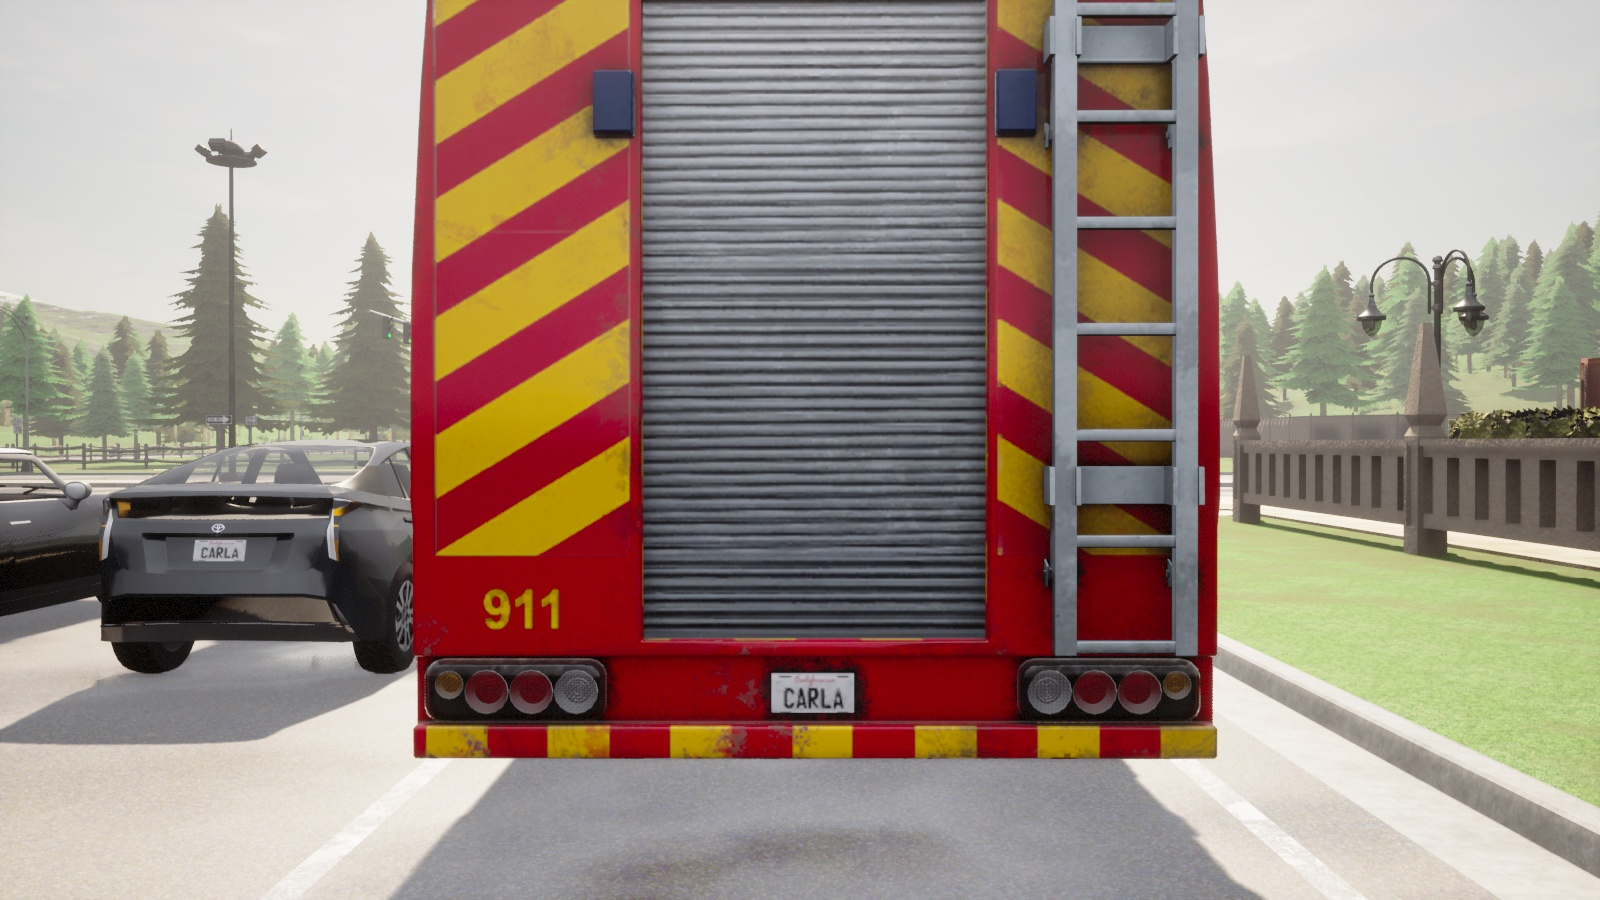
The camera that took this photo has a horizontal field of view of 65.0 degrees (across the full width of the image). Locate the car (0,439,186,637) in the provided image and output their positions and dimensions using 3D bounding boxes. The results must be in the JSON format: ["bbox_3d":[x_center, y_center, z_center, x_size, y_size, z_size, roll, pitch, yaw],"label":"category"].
[{"bbox_3d":[-6.926,0.649,10.229,1.970,1.475,3.806,0,0,0],"label":"car"}]

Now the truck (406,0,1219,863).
[{"bbox_3d":[0.066,-0.467,8.703,2.891,3.827,8.468,0,0,0],"label":"truck"}]

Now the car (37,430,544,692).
[{"bbox_3d":[-3.430,0.636,9.573,2.007,1.525,4.514,0,0,0],"label":"car"}]
